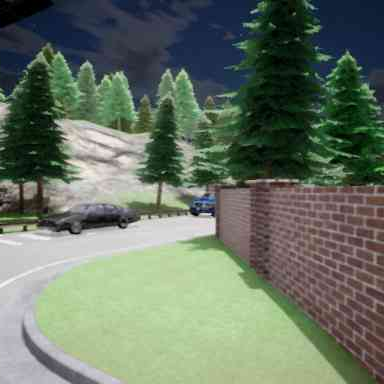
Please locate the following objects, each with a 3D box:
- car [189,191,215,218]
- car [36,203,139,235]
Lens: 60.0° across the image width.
[{"bbox_3d":[2.021,0.948,27.538,2.150,2.045,5.566,0,0,35],"label":"car"},{"bbox_3d":[-5.096,1.274,17.191,2.033,1.411,5.357,0,0,34],"label":"car"}]
